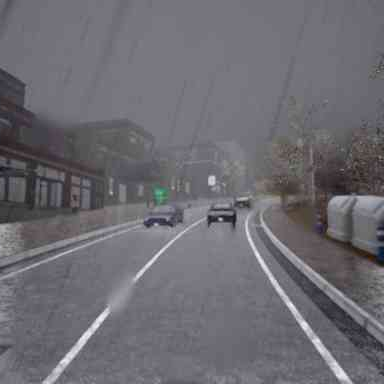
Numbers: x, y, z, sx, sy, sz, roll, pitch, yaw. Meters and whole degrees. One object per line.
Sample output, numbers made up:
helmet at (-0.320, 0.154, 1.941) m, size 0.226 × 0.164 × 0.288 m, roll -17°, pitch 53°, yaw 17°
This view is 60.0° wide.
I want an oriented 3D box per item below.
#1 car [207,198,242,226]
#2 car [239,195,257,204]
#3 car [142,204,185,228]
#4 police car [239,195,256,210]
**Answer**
car at (2.142, 1.439, 22.711) m, size 2.128 × 1.511 × 4.902 m, roll -1°, pitch 0°, yaw 9°
car at (10.404, 1.332, 61.569) m, size 1.882 × 1.535 × 5.008 m, roll -2°, pitch 0°, yaw 25°
car at (-1.717, 1.548, 22.333) m, size 2.033 × 1.411 × 5.357 m, roll -1°, pitch 0°, yaw 9°
police car at (6.442, 1.294, 41.070) m, size 1.930 × 1.638 × 5.238 m, roll -2°, pitch 0°, yaw 17°
